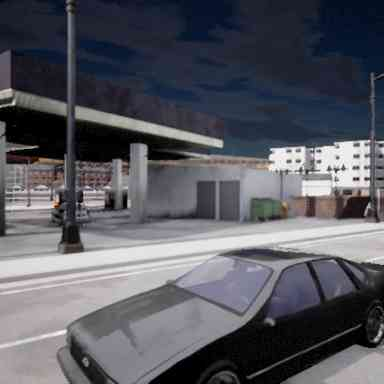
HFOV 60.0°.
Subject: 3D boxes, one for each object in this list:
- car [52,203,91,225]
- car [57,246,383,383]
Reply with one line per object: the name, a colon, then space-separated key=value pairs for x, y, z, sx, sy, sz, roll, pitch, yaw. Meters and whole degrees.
car: x=-8.571 y=1.470 z=23.479 sx=1.970 sy=1.475 sz=3.806 roll=0 pitch=0 yaw=-34
car: x=1.063 y=1.553 z=4.727 sx=5.357 sy=1.411 sz=2.033 roll=0 pitch=0 yaw=-36
